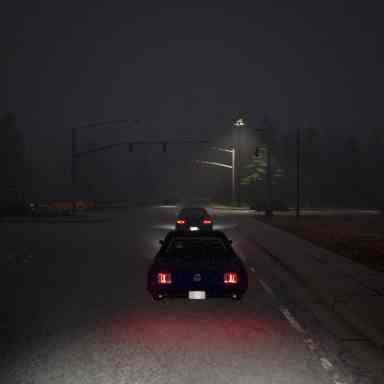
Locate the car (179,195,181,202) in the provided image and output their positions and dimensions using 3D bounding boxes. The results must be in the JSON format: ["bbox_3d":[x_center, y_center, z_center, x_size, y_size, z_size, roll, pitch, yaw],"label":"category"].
[{"bbox_3d":[-3.547,1.522,63.809,1.994,1.385,4.181,0,0,1],"label":"car"}]

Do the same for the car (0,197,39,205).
[{"bbox_3d":[-18.340,1.363,34.988,4.553,1.767,2.097,0,0,1],"label":"car"}]

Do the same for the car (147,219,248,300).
[{"bbox_3d":[0.099,1.596,8.299,1.895,1.301,4.718,0,0,0],"label":"car"}]

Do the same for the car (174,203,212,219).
[{"bbox_3d":[0.100,1.512,17.354,1.812,1.442,4.674,0,0,0],"label":"car"}]

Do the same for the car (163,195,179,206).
[{"bbox_3d":[-3.591,1.528,54.541,1.994,1.385,4.181,0,0,0],"label":"car"}]

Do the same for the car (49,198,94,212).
[{"bbox_3d":[-14.022,1.485,38.608,5.008,1.535,1.882,0,0,1],"label":"car"}]

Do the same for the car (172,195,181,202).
[{"bbox_3d":[-3.418,1.429,74.114,1.882,1.535,5.008,0,0,1],"label":"car"}]

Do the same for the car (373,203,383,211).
[{"bbox_3d":[23.262,1.518,37.936,4.674,1.442,1.812,0,0,1],"label":"car"}]

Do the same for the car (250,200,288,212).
[{"bbox_3d":[8.806,1.562,38.198,4.181,1.385,1.994,0,0,1],"label":"car"}]
